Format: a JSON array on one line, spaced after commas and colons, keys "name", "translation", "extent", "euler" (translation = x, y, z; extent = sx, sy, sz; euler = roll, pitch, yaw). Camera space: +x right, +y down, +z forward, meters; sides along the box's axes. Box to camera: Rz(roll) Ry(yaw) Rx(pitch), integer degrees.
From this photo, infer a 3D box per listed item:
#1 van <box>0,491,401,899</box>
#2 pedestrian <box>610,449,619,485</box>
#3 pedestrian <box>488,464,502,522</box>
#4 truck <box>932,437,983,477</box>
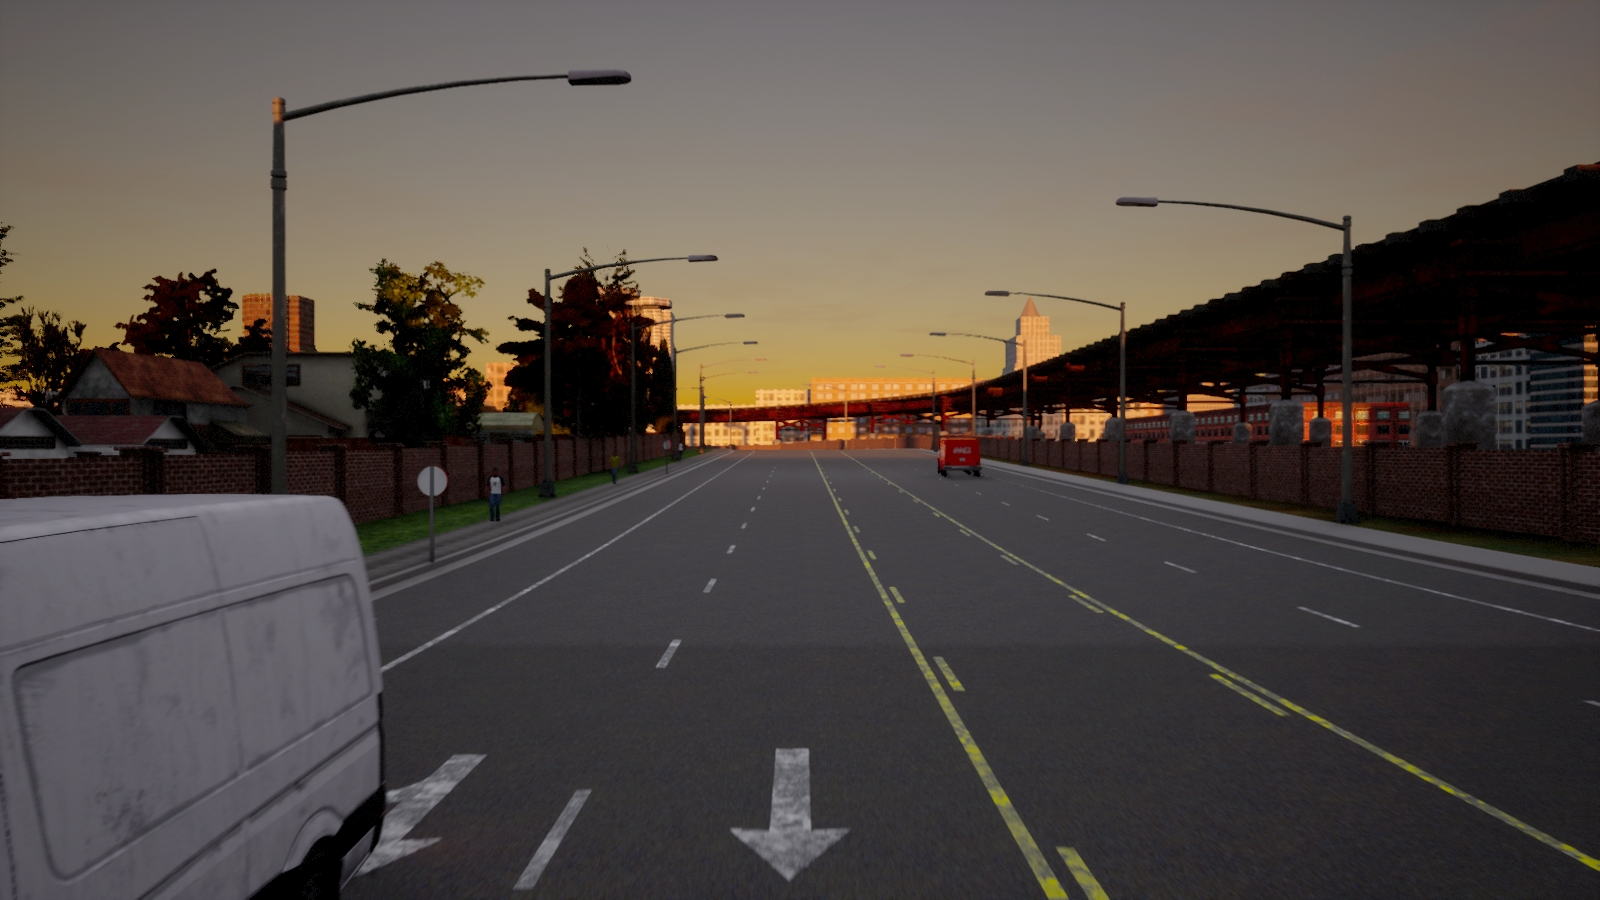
[{"name": "van", "translation": [-3.504, 1.535, 4.233], "extent": [1.988, 2.561, 5.915], "euler": [0, 0, 0]}, {"name": "pedestrian", "translation": [-9.752, 0.891, 60.103], "extent": [0.375, 1.860, 0.375], "euler": [0, 0, -1]}, {"name": "pedestrian", "translation": [-9.882, 1.402, 37.065], "extent": [0.375, 1.860, 0.375], "euler": [0, 0, -3]}, {"name": "truck", "translation": [10.330, 0.430, 75.237], "extent": [2.627, 2.467, 5.204], "euler": [0, 1, 0]}]
